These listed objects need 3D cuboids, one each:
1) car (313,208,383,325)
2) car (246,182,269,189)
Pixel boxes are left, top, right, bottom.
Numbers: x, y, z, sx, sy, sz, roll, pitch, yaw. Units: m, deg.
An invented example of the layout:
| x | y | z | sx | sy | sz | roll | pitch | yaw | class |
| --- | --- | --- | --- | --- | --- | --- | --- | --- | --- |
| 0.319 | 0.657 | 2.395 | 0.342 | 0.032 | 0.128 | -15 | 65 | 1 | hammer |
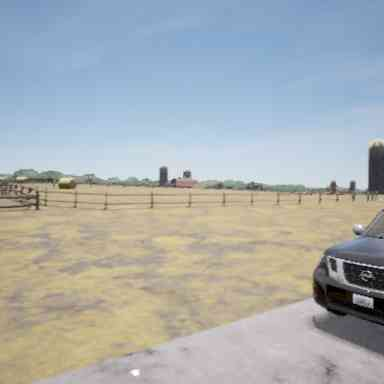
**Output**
| x | y | z | sx | sy | sz | roll | pitch | yaw | class |
| --- | --- | --- | --- | --- | --- | --- | --- | --- | --- |
| 4.734 | 1.235 | 6.446 | 5.566 | 2.045 | 2.150 | 0 | 0 | -35 | car |
| 14.452 | -1.250 | 73.509 | 2.150 | 2.045 | 5.566 | 2 | 1 | -36 | car |
